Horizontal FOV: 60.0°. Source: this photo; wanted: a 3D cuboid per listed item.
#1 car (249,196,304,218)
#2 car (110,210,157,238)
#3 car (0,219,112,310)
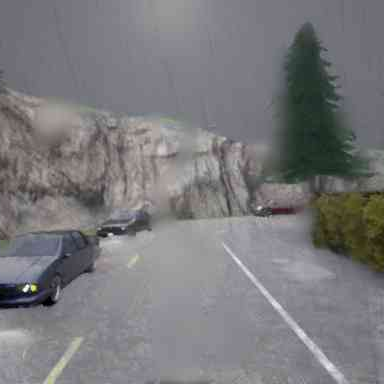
[{"bbox_3d":[7.267,1.259,28.803,4.553,1.767,2.097,-2,0,-13],"label":"car"},{"bbox_3d":[-3.672,1.793,19.748,2.033,1.411,5.357,-2,0,12],"label":"car"},{"bbox_3d":[-3.817,1.734,8.715,2.033,1.411,5.357,-2,0,-1],"label":"car"}]
